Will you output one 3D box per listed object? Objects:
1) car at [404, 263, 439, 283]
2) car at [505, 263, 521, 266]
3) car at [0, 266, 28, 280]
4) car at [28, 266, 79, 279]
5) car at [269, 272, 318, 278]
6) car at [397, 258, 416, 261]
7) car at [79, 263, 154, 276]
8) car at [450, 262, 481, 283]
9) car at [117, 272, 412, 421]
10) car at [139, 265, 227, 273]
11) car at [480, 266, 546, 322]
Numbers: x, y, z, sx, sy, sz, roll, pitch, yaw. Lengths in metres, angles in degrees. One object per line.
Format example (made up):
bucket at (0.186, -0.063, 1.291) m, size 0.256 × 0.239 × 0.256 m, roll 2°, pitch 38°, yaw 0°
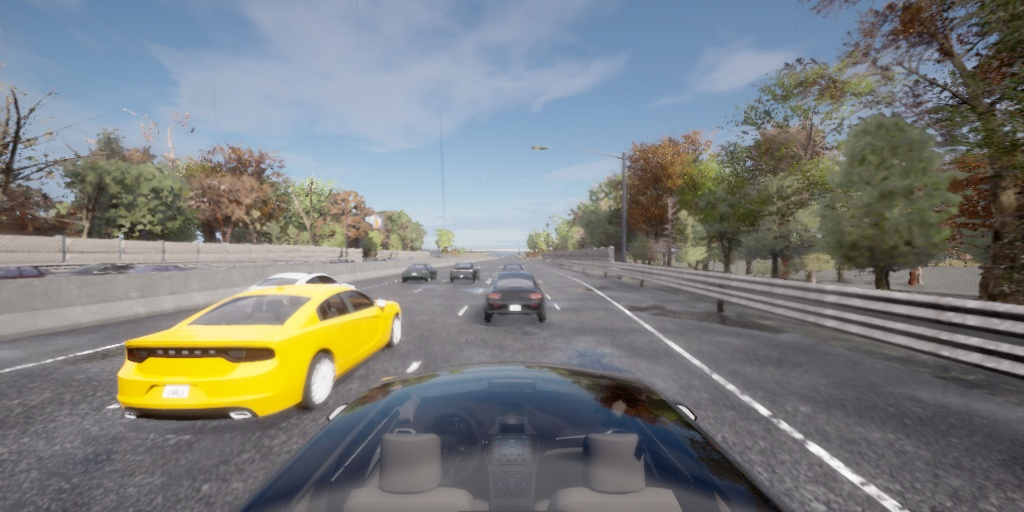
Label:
car at (-6.908, 1.250, 27.378) m, size 1.994 × 1.385 × 4.181 m, roll 0°, pitch 0°, yaw 0°
car at (0.092, 1.250, 27.429) m, size 1.994 × 1.385 × 4.181 m, roll 0°, pitch 0°, yaw 0°
car at (-27.798, 1.249, 19.592) m, size 2.033 × 1.411 × 5.357 m, roll 0°, pitch 0°, yaw -2°
car at (-24.603, 1.203, 21.454) m, size 1.837 × 1.490 × 4.892 m, roll 0°, pitch 0°, yaw 0°
car at (-6.903, 1.247, 11.975) m, size 1.812 × 1.442 × 4.674 m, roll 0°, pitch 0°, yaw 0°
car at (-17.543, 1.125, 61.613) m, size 2.128 × 1.511 × 4.902 m, roll 0°, pitch 0°, yaw 0°
car at (-21.105, 1.246, 21.120) m, size 2.033 × 1.411 × 5.357 m, roll 0°, pitch 0°, yaw 0°
car at (-3.407, 1.179, 26.784) m, size 2.128 × 1.511 × 4.902 m, roll 0°, pitch 0°, yaw 0°
car at (-3.405, 1.215, 6.114) m, size 1.882 × 1.535 × 5.008 m, roll 0°, pitch 0°, yaw 0°
car at (-17.605, 1.302, 20.292) m, size 1.895 × 1.301 × 4.718 m, roll 0°, pitch 0°, yaw 0°
car at (0.096, 1.247, 12.073) m, size 1.812 × 1.442 × 4.674 m, roll 0°, pitch 0°, yaw 0°
